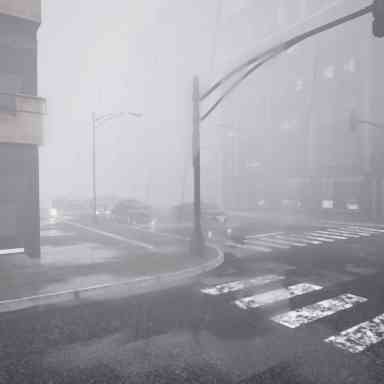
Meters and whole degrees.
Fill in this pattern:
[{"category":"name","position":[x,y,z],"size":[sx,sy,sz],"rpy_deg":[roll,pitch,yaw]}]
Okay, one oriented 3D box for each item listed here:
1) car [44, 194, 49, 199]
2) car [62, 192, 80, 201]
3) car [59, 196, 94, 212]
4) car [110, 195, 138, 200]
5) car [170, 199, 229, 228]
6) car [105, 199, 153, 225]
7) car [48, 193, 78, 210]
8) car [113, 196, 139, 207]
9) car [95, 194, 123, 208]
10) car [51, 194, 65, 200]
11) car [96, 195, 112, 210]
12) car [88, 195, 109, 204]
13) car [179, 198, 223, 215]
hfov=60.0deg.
[{"category":"car","position":[-34.978,1.075,83.335],"size":[1.752,1.417,4.829],"rpy_deg":[-1,1,-35]},{"category":"car","position":[-25.187,0.935,69.171],"size":[2.192,1.841,5.009],"rpy_deg":[-1,1,-35]},{"category":"car","position":[-12.682,1.448,36.364],"size":[2.008,1.369,4.403],"rpy_deg":[-1,1,-35]},{"category":"car","position":[-5.494,1.374,30.519],"size":[1.882,1.535,5.008],"rpy_deg":[-1,1,-35]},{"category":"car","position":[0.387,1.434,22.010],"size":[2.128,1.511,4.902],"rpy_deg":[-1,1,-35]},{"category":"car","position":[-4.421,1.509,24.191],"size":[1.887,1.381,4.507],"rpy_deg":[-1,1,-35]},{"category":"car","position":[-15.915,1.313,41.037],"size":[1.967,1.590,4.097],"rpy_deg":[-1,1,-35]},{"category":"car","position":[-9.121,1.266,45.945],"size":[1.752,1.417,4.829],"rpy_deg":[-1,1,-35]},{"category":"car","position":[-11.022,1.135,44.127],"size":[2.097,1.767,4.553],"rpy_deg":[-1,1,-35]},{"category":"car","position":[-31.649,1.124,78.521],"size":[2.008,1.369,4.403],"rpy_deg":[-1,1,-35]},{"category":"car","position":[-11.492,1.397,39.205],"size":[2.033,1.411,5.357],"rpy_deg":[-1,1,-35]},{"category":"car","position":[-15.585,1.217,55.292],"size":[1.752,1.417,4.829],"rpy_deg":[-1,1,-35]},{"category":"car","position":[0.756,1.360,31.846],"size":[1.887,1.381,4.507],"rpy_deg":[-1,1,-35]}]
